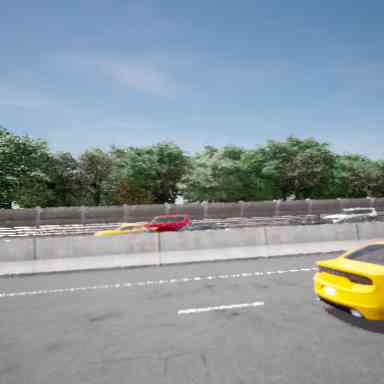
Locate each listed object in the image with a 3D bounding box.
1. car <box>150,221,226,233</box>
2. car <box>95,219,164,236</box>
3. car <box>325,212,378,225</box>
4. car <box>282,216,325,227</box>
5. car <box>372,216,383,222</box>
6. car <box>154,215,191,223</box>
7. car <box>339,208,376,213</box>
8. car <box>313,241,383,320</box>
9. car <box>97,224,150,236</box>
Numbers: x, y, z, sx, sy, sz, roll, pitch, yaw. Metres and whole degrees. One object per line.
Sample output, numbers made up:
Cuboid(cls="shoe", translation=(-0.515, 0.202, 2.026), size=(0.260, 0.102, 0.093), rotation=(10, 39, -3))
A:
Cuboid(cls="car", translation=(0.142, 2.750, 20.401), size=(4.892, 1.490, 1.837), rotation=(-1, -4, -13))
Cuboid(cls="car", translation=(-5.088, 3.273, 26.348), size=(5.008, 1.535, 1.882), rotation=(-1, -4, -13))
Cuboid(cls="car", translation=(13.827, 2.659, 27.230), size=(4.892, 1.490, 1.837), rotation=(-1, -4, -13))
Cuboid(cls="car", translation=(10.477, 2.950, 30.027), size=(4.892, 1.490, 1.837), rotation=(-1, -4, -13))
Cuboid(cls="car", translation=(9.222, 1.740, 11.696), size=(4.553, 1.767, 2.097), rotation=(-1, -4, -13))
Cuboid(cls="car", translation=(-2.645, 3.177, 30.525), size=(5.566, 2.045, 2.150), rotation=(-1, -4, -13))
Cuboid(cls="car", translation=(16.906, 2.741, 35.144), size=(5.566, 2.045, 2.150), rotation=(-1, -4, -13))
Cuboid(cls="car", translation=(5.115, 1.742, 7.126), size=(5.008, 1.535, 1.882), rotation=(-1, -4, -13))
Cuboid(cls="car", translation=(-3.889, 3.153, 23.035), size=(4.718, 1.301, 1.895), rotation=(-1, -4, -13))
